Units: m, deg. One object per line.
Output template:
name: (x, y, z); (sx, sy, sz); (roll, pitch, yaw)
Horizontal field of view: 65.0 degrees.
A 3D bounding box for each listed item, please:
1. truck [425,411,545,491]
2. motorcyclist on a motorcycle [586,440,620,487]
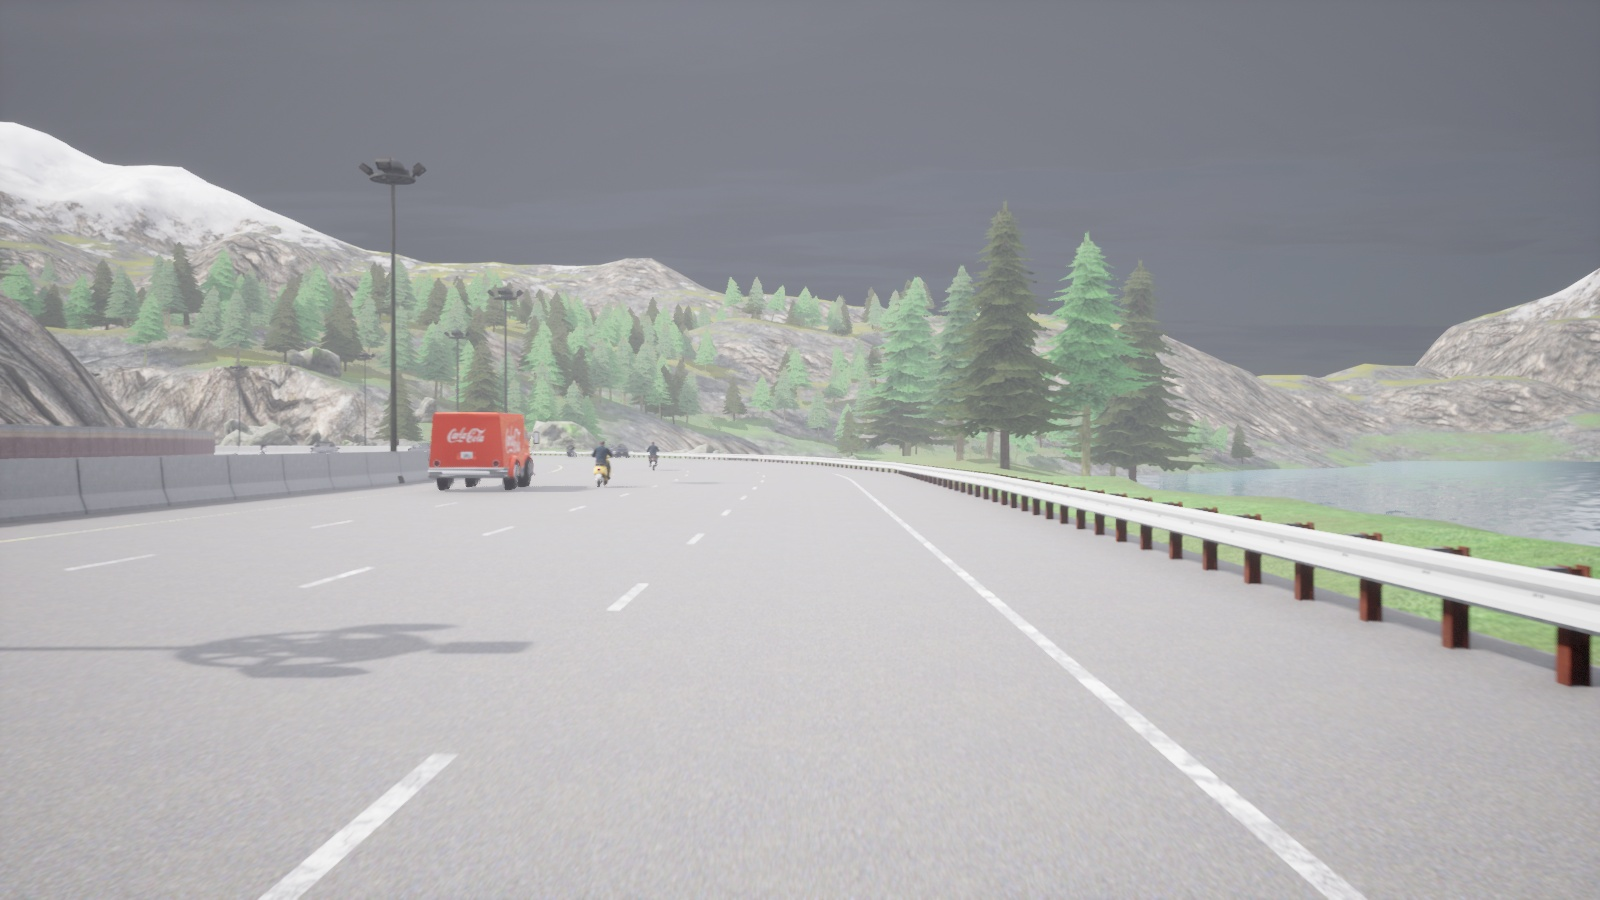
truck: (-10.247, 0.018, 41.339); (2.627, 2.467, 5.204); (0, 0, 0)
motorcyclist on a motorcycle: (-6.737, 0.452, 42.982); (0.866, 1.590, 1.817); (0, 0, 0)
